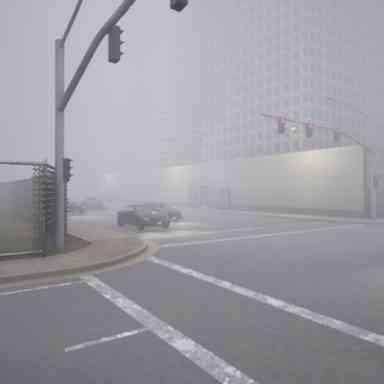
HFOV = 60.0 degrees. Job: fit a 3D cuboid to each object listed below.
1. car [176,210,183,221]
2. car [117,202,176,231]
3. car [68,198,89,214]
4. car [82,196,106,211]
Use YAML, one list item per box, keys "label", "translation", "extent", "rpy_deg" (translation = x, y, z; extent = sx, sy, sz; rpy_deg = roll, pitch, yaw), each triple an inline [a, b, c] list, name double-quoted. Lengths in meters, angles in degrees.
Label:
- label: "car"
  translation: [-2.836, 1.524, 26.266]
  extent: [2.033, 1.411, 5.357]
  rpy_deg: [0, 0, -35]
- label: "car"
  translation: [-3.159, 1.494, 20.663]
  extent: [1.812, 1.442, 4.674]
  rpy_deg: [0, 0, -35]
- label: "car"
  translation: [-12.351, 1.569, 33.660]
  extent: [1.895, 1.301, 4.718]
  rpy_deg: [0, 0, -35]
- label: "car"
  translation: [-11.781, 1.330, 38.926]
  extent: [2.097, 1.767, 4.553]
  rpy_deg: [0, 0, -35]
